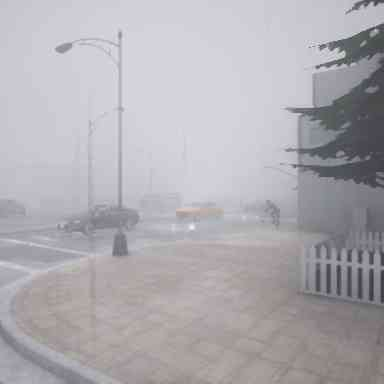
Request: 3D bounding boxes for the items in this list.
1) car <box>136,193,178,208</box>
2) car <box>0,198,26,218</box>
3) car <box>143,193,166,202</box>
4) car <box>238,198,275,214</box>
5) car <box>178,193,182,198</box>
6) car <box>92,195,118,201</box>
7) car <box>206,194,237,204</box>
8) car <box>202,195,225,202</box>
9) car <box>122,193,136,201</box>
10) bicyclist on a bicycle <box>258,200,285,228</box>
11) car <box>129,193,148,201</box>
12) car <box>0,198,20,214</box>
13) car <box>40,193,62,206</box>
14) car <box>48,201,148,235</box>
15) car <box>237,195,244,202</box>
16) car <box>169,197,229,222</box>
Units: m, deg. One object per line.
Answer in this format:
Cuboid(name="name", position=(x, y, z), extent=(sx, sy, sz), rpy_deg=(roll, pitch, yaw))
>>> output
Cuboid(name="car", position=(-4.515, 1.102, 42.781), extent=(4.605, 1.855, 1.932), rpy_deg=(0, 0, 36))
Cuboid(name="car", position=(-15.577, 1.378, 27.847), extent=(3.633, 1.501, 1.845), rpy_deg=(0, 0, 36))
Cuboid(name="car", position=(-7.792, 1.104, 68.488), extent=(4.605, 1.855, 1.932), rpy_deg=(0, 0, 36))
Cuboid(name="car", position=(7.210, 1.588, 35.676), extent=(1.895, 1.301, 4.718), rpy_deg=(0, 0, 36))
Cuboid(name="car", position=(-3.136, 1.081, 45.372), extent=(3.866, 1.878, 1.905), rpy_deg=(0, 0, 36))
Cuboid(name="car", position=(-15.707, 1.305, 58.843), extent=(4.514, 1.523, 2.007), rpy_deg=(0, 0, 36))
Cuboid(name="car", position=(4.403, 1.158, 55.709), extent=(5.027, 1.636, 2.152), rpy_deg=(0, 0, 36))
Cuboid(name="car", position=(4.386, 1.303, 68.197), extent=(4.514, 1.523, 2.007), rpy_deg=(0, 0, 36))
Cuboid(name="car", position=(-14.665, 1.369, 73.454), extent=(3.806, 1.475, 1.970), rpy_deg=(0, 0, 36))
Cuboid(name="bicyclist on a bicycle", position=(4.627, 1.287, 19.454), extent=(1.656, 1.620, 0.582), rpy_deg=(0, 0, 36))
Cuboid(name="car", position=(-12.213, 1.085, 75.780), extent=(3.866, 1.878, 1.905), rpy_deg=(0, 0, 36))
Cuboid(name="car", position=(-19.816, 1.389, 34.628), extent=(3.806, 1.475, 1.970), rpy_deg=(0, 0, 36))
Cuboid(name="car", position=(-21.630, 1.326, 50.794), extent=(3.633, 1.501, 1.845), rpy_deg=(0, 0, 36))
Cuboid(name="car", position=(-5.122, 1.478, 18.797), extent=(2.128, 1.511, 4.902), rpy_deg=(0, 0, 36))
Cuboid(name="car", position=(7.923, 1.237, 61.084), extent=(3.806, 1.475, 1.970), rpy_deg=(0, 0, 36))
Cuboid(name="car", position=(0.674, 1.465, 26.735), extent=(1.882, 1.535, 5.008), rpy_deg=(0, 0, 36))
